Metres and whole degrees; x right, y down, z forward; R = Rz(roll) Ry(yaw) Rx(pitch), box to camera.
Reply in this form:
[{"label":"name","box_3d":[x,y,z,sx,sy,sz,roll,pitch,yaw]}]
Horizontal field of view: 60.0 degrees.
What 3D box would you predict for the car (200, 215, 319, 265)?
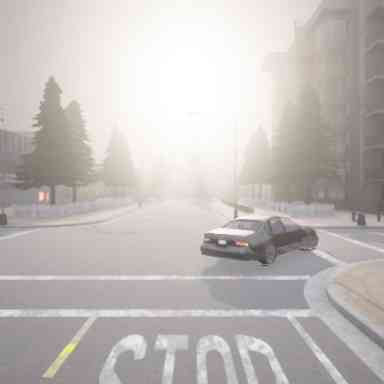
[{"label":"car","box_3d":[2.560,1.498,11.566,2.033,1.411,5.357,0,0,41]}]
